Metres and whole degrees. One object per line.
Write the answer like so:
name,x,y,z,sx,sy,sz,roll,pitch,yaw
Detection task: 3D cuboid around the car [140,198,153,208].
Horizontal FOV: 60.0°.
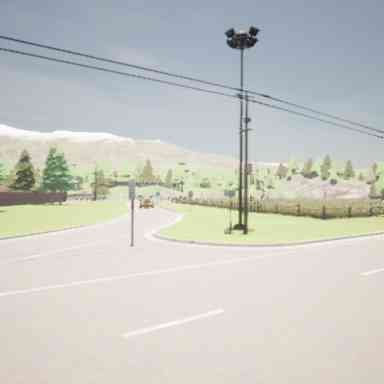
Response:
car,-7.400,1.773,53.973,1.882,1.535,5.008,1,0,-12
